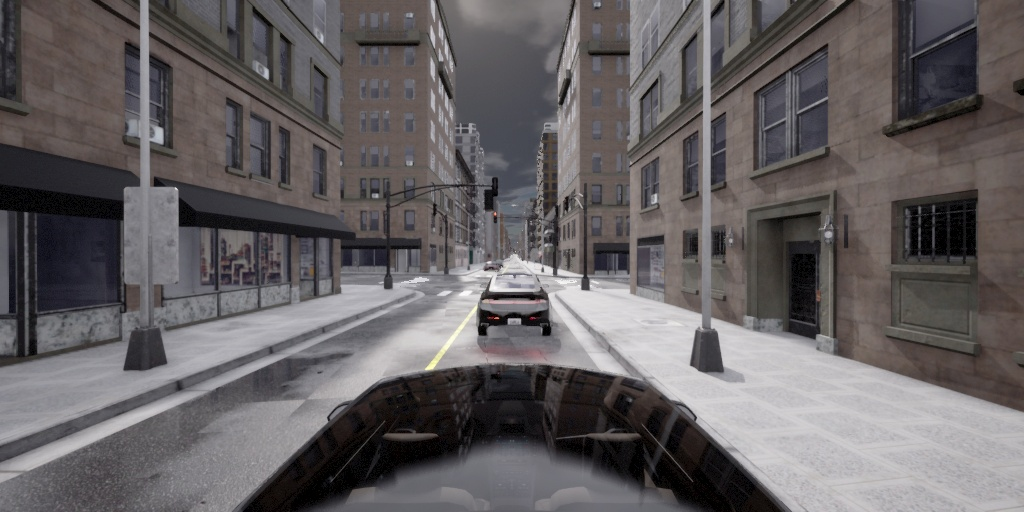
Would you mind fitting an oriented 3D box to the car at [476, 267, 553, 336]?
[{"bbox_3d":[0.076,1.243,10.380,2.128,1.511,4.902,0,0,1],"label":"car"}]

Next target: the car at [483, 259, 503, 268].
[{"bbox_3d":[-2.675,1.375,47.959,1.994,1.385,4.181,0,0,1],"label":"car"}]
